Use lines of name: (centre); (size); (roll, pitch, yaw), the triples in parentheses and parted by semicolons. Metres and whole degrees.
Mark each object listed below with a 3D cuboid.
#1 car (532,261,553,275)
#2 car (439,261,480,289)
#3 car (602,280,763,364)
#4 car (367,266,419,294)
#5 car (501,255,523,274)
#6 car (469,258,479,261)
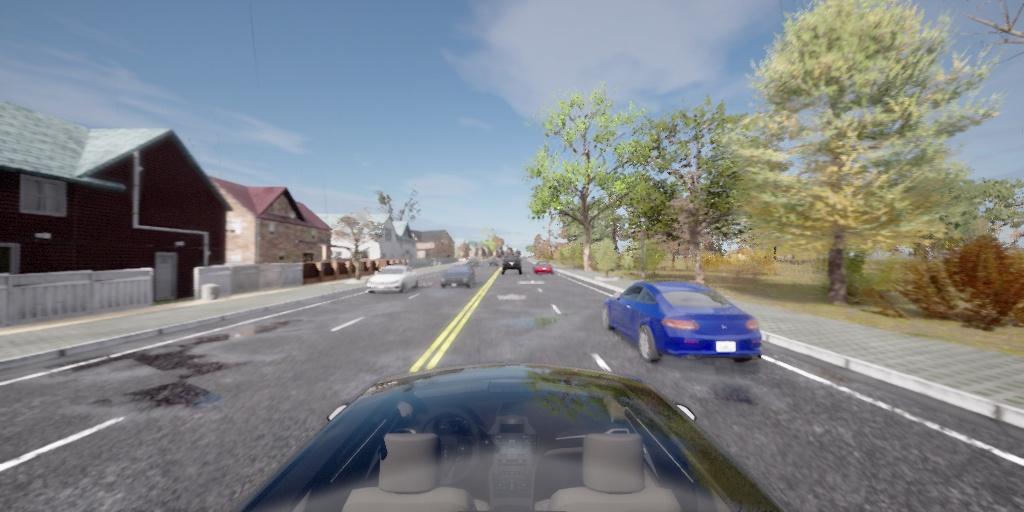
car: (3.300, 1.246, 38.727); (1.994, 1.385, 4.181); (0, 0, 0)
car: (-3.353, 1.287, 23.348); (2.033, 1.411, 5.357); (0, 0, 0)
car: (3.365, 1.254, 7.931); (1.812, 1.442, 4.674); (0, 0, 0)
car: (-6.594, 1.284, 20.407); (1.812, 1.442, 4.674); (0, 0, 0)
car: (0.003, 0.917, 40.356); (2.150, 2.045, 5.566); (0, 0, 0)
car: (-6.633, 1.171, 62.128); (1.837, 1.490, 4.892); (0, 0, 0)
